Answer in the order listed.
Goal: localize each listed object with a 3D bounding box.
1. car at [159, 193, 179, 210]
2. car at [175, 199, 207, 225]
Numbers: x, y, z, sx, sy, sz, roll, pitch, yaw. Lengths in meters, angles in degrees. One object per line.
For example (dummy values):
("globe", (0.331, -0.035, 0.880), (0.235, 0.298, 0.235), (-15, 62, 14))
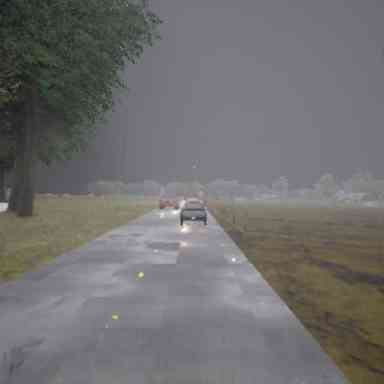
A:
("car", (-2.811, 1.174, 41.512), (2.150, 2.045, 5.566), (0, 0, 1))
("car", (0.097, 1.489, 24.100), (2.128, 1.511, 4.902), (0, 0, 0))
